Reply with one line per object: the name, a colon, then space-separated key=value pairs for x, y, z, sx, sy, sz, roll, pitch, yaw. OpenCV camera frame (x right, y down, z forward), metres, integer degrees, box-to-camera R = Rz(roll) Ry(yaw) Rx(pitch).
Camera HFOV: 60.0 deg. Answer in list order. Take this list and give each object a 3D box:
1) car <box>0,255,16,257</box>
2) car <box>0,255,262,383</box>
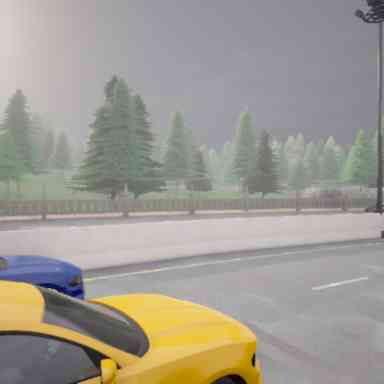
car: x=-4.178 y=1.448 z=4.944 sx=5.008 sy=1.535 sz=1.882 roll=0 pitch=0 yaw=-36
car: x=-1.627 y=1.464 z=2.462 sx=5.008 sy=1.535 sz=1.882 roll=0 pitch=0 yaw=-35
